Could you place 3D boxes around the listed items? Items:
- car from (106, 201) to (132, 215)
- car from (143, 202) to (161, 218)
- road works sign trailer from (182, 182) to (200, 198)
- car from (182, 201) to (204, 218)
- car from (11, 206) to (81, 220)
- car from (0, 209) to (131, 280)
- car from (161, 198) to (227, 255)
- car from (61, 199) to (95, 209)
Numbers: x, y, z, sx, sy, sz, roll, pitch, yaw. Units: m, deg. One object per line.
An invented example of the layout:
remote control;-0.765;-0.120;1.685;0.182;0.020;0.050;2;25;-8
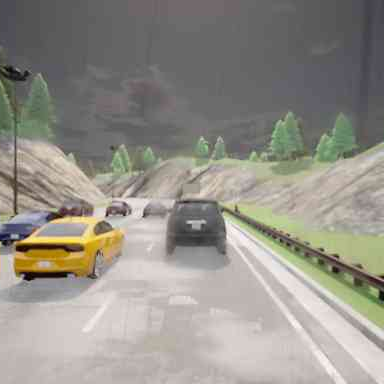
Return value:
car;-6.952;1.595;31.753;1.812;1.442;4.674;0;0;-1
car;-3.435;1.633;31.279;1.994;1.385;4.181;0;0;0
road works sign trailer;-0.109;0.561;42.892;2.380;3.560;2.880;0;0;0
car;0.064;1.634;31.342;1.994;1.385;4.181;0;0;0
car;-6.869;1.558;15.173;1.812;1.442;4.674;0;0;0
car;-3.355;1.500;10.056;1.882;1.535;5.008;0;0;0
car;0.151;1.252;13.643;2.150;2.045;5.566;0;0;0
car;-10.430;1.418;30.397;2.097;1.767;4.553;0;0;0
